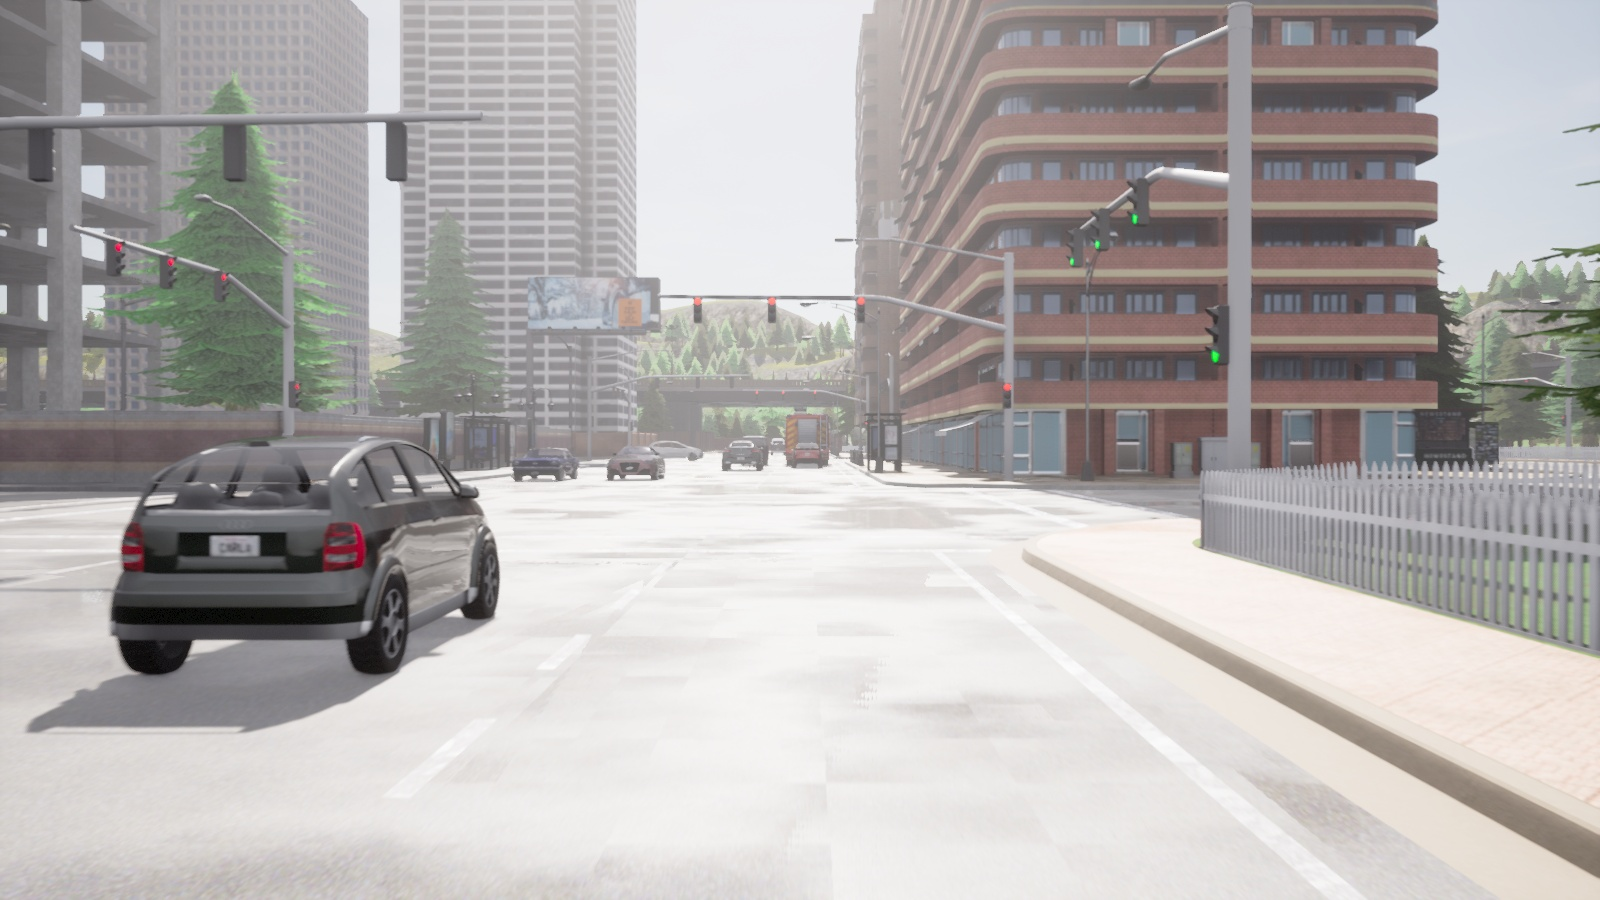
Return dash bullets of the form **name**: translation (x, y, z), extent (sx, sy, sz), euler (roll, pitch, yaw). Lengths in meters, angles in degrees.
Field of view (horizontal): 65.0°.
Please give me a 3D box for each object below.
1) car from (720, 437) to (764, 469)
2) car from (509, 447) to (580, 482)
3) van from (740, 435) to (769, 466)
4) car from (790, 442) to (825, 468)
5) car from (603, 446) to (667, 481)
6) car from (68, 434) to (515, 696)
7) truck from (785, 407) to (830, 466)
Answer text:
- **car**: translation (-3.101, 0.137, 68.486), extent (2.152, 1.651, 5.027), euler (0, 0, 0)
- **car**: translation (-10.202, 0.554, 50.448), extent (1.895, 1.301, 4.718), euler (0, 0, 0)
- **van**: translation (-3.016, 0.024, 83.864), extent (1.775, 1.987, 4.442), euler (0, 0, 0)
- **car**: translation (0.434, 0.271, 74.910), extent (2.007, 1.525, 4.514), euler (0, 0, 0)
- **car**: translation (-6.690, 0.515, 51.429), extent (1.994, 1.385, 4.181), euler (0, 0, 1)
- **car**: translation (-3.432, 0.670, 9.289), extent (1.789, 1.549, 3.705), euler (0, 0, 0)
- **truck**: translation (0.491, -0.896, 84.919), extent (2.891, 3.827, 8.468), euler (0, 0, 0)
